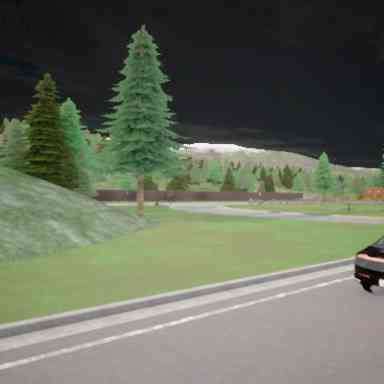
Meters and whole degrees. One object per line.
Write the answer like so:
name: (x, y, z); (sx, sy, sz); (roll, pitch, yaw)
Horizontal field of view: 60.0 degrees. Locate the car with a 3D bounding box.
car: (5.758, 1.595, 7.843); (4.902, 1.511, 2.128); (1, 0, -35)
